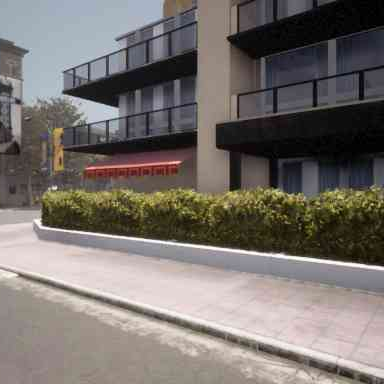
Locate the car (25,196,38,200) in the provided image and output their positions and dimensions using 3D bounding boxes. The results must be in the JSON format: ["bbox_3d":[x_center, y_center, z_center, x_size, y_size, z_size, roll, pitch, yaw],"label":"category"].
[{"bbox_3d":[-34.532,1.481,68.325,4.892,1.521,2.231,0,0,37],"label":"car"}]
